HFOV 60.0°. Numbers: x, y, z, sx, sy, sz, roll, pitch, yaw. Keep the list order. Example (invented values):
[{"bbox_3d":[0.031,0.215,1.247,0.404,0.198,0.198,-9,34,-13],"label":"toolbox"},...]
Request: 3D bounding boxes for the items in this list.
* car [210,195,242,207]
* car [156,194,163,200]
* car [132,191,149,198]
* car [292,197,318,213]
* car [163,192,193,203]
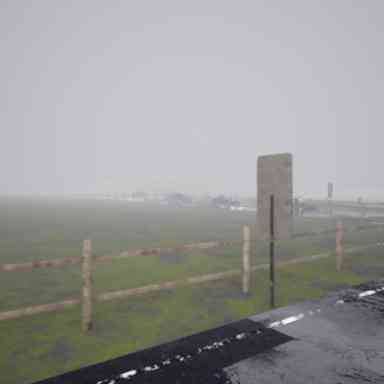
[{"bbox_3d":[4.070,1.089,40.424,1.994,1.385,4.181,0,1,-34],"label":"car"},{"bbox_3d":[-4.496,0.794,58.788,1.895,1.301,4.718,0,1,-36],"label":"car"},{"bbox_3d":[-10.411,0.522,66.922,1.837,1.490,4.892,0,1,-35],"label":"car"},{"bbox_3d":[9.781,1.181,32.388,1.882,1.535,5.008,0,1,-35],"label":"car"},{"bbox_3d":[-1.819,0.820,48.680,1.882,1.535,5.008,0,1,-35],"label":"car"}]
